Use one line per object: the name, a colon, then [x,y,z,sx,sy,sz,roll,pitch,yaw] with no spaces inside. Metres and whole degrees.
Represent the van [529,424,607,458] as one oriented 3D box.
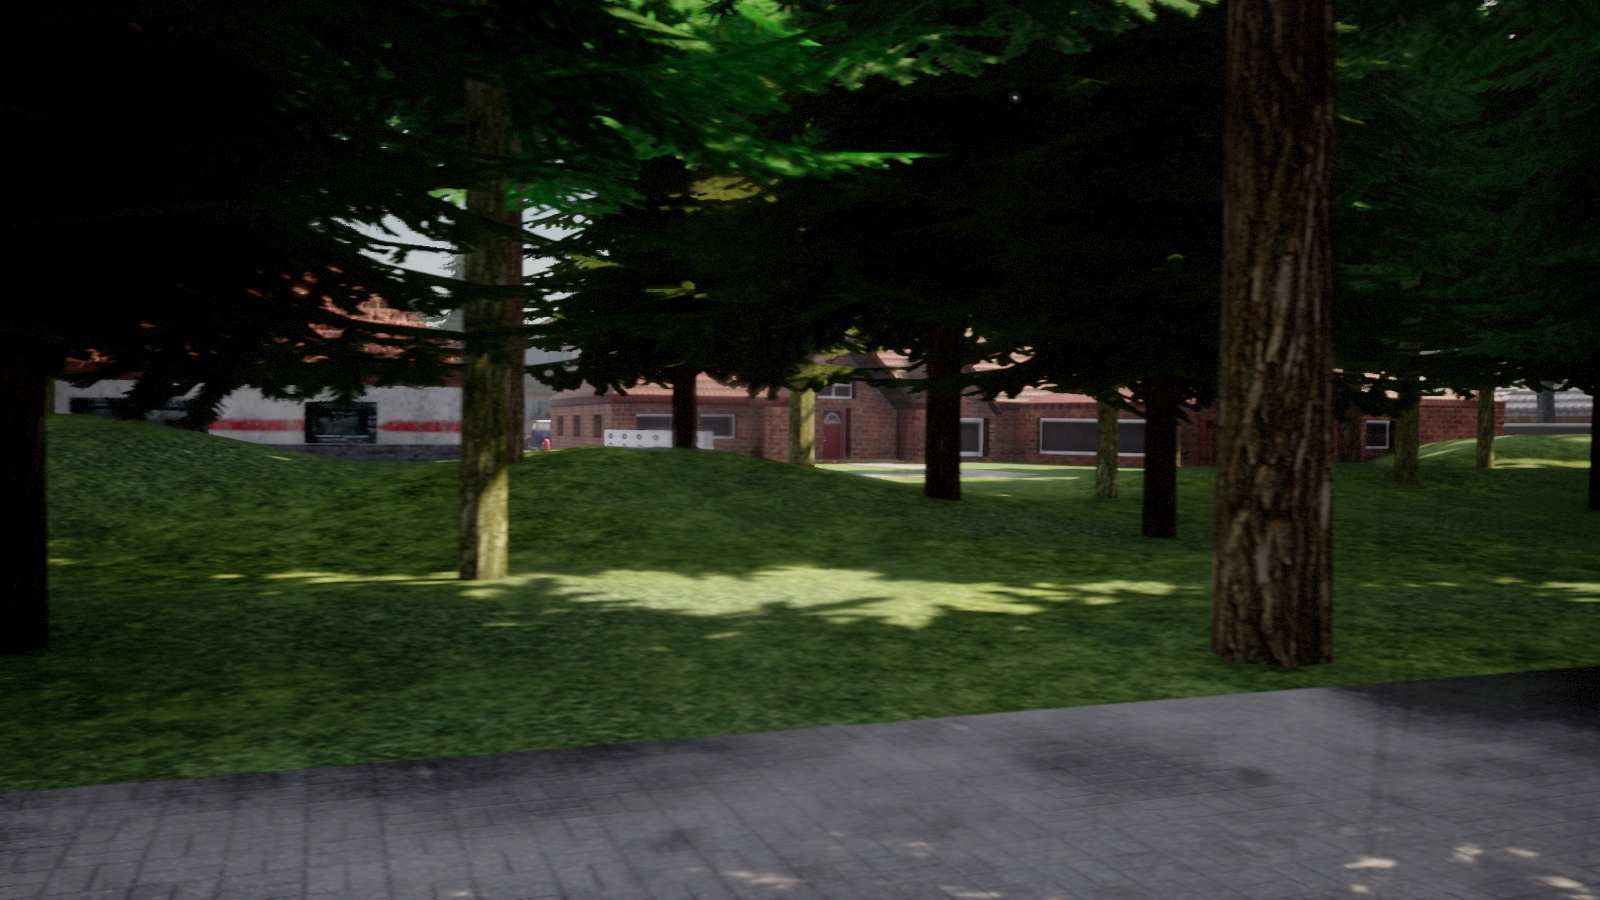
van: [-14.361,-0.558,77.655,4.442,1.987,1.775,-1,1,-21]
